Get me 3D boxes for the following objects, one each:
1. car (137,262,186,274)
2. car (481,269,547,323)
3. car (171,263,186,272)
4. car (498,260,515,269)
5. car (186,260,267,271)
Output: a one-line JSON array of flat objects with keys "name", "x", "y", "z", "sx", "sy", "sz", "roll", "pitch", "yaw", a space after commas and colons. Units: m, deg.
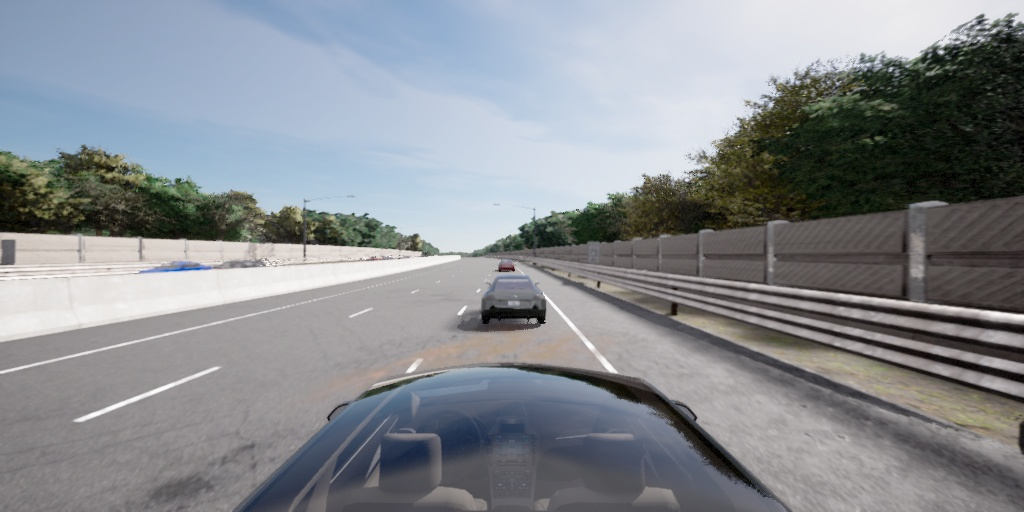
[{"name": "car", "x": -24.880, "y": 1.163, "z": 26.706, "sx": 1.882, "sy": 1.535, "sz": 5.008, "roll": 0, "pitch": 0, "yaw": -1}, {"name": "car", "x": 0.037, "y": 1.307, "z": 12.134, "sx": 1.994, "sy": 1.385, "sz": 4.181, "roll": 0, "pitch": 0, "yaw": 0}, {"name": "car", "x": -21.364, "y": 1.292, "z": 25.956, "sx": 1.895, "sy": 1.301, "sz": 4.718, "roll": 0, "pitch": 0, "yaw": -1}, {"name": "car", "x": -0.690, "y": 1.115, "z": 44.271, "sx": 1.994, "sy": 1.385, "sz": 4.181, "roll": 0, "pitch": 1, "yaw": -2}, {"name": "car", "x": -17.813, "y": 1.059, "z": 23.167, "sx": 2.097, "sy": 1.767, "sz": 4.553, "roll": 0, "pitch": 0, "yaw": -1}]
